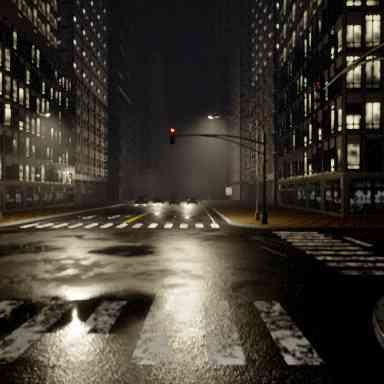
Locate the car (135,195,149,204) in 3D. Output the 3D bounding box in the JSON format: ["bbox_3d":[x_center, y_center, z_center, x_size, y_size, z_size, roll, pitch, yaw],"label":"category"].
[{"bbox_3d":[-9.660,1.430,64.391,2.097,1.767,4.553,0,0,0],"label":"car"}]

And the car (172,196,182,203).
[{"bbox_3d":[-3.151,1.481,70.185,1.994,1.385,4.181,0,0,0],"label":"car"}]

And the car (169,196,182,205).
[{"bbox_3d":[-3.166,1.611,59.766,2.033,1.411,5.357,0,0,0],"label":"car"}]

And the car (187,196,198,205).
[{"bbox_3d":[0.085,1.612,60.179,2.033,1.411,5.357,0,0,0],"label":"car"}]

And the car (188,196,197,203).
[{"bbox_3d":[0.100,1.541,70.626,1.895,1.301,4.718,0,0,0],"label":"car"}]

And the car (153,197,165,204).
[{"bbox_3d":[-6.410,1.642,64.356,1.994,1.385,4.181,0,0,0],"label":"car"}]
